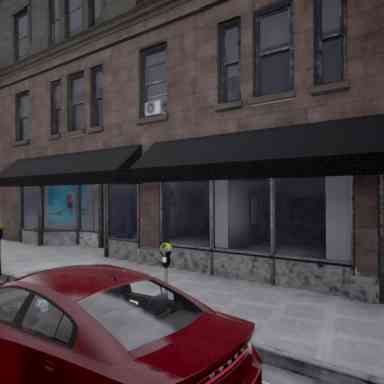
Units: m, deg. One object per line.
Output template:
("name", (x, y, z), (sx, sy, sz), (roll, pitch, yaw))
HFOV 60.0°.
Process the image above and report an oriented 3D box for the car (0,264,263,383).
("car", (-1.444, 1.545, 3.875), (4.507, 1.381, 1.887), (0, 0, 35))
